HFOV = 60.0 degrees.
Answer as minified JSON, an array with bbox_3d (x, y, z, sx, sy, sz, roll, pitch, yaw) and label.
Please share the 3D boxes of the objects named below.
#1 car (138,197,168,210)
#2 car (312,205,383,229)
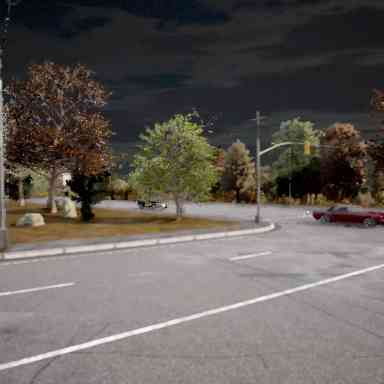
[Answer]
[{"bbox_3d":[-4.808,1.393,40.884,2.128,1.511,4.902,-1,1,-39],"label":"car"},{"bbox_3d":[10.201,1.489,21.129,1.895,1.301,4.718,-1,1,-34],"label":"car"}]
